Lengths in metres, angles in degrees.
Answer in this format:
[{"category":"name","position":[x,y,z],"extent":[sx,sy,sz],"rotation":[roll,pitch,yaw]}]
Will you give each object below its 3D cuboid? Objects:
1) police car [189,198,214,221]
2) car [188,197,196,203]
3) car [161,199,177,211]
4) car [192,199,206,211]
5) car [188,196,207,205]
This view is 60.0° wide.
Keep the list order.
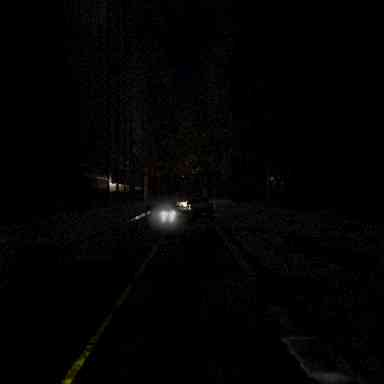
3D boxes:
[{"category":"police car","position":[0.906,1.585,29.429],"extent":[1.930,1.638,5.238],"rotation":[0,0,0]},{"category":"car","position":[0.015,2.002,80.730],"extent":[1.895,1.301,4.718],"rotation":[0,0,0]},{"category":"car","position":[-3.076,1.748,44.837],"extent":[2.128,1.511,4.902],"rotation":[0,0,0]},{"category":"car","position":[0.908,1.716,45.509],"extent":[1.801,1.575,5.366],"rotation":[0,0,0]},{"category":"car","position":[0.907,1.446,39.350],"extent":[2.150,2.045,5.566],"rotation":[0,0,0]}]
